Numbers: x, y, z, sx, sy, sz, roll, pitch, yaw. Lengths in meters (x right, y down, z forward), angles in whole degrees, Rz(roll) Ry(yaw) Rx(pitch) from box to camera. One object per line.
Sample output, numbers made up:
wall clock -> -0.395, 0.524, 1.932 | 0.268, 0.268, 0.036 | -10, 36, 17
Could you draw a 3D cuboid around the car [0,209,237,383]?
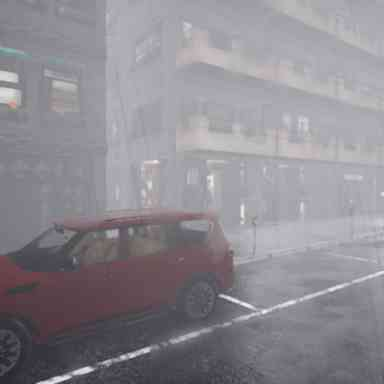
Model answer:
car -> -1.503, 1.279, 5.458 | 5.009, 1.841, 2.192 | -1, 2, -35
